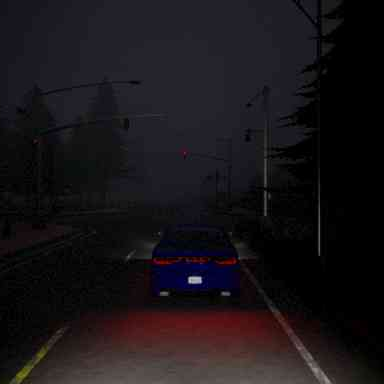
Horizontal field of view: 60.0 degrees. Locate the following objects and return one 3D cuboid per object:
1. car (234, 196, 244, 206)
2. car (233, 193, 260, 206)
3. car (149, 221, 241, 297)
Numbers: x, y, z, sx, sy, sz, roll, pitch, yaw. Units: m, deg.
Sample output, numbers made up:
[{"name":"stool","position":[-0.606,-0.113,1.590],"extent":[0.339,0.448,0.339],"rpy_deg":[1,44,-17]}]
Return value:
[{"name":"car","position":[8.956,1.144,49.578],"extent":[4.605,1.855,1.932],"rpy_deg":[0,0,0]},{"name":"car","position":[8.546,1.146,52.089],"extent":[3.866,1.878,1.905],"rpy_deg":[0,0,0]},{"name":"car","position":[0.079,1.478,8.626],"extent":[1.882,1.535,5.008],"rpy_deg":[0,0,1]}]
